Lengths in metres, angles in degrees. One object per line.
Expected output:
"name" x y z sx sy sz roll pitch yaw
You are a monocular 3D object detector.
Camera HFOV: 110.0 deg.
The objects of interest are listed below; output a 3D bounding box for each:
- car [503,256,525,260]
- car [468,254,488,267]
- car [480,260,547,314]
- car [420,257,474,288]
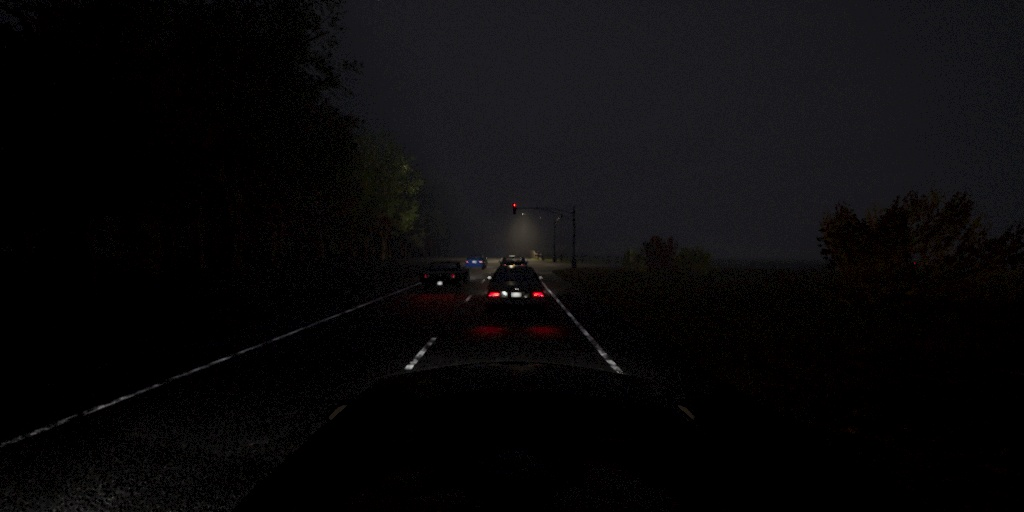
"car" 0.113 0.720 23.428 2.128 1.511 4.902 0 1 0
"car" -3.388 0.513 34.345 2.033 1.411 5.357 0 1 0
"car" 0.108 1.044 12.292 2.033 1.411 5.357 0 1 0
"car" -3.393 0.934 19.084 1.895 1.301 4.718 0 1 0
